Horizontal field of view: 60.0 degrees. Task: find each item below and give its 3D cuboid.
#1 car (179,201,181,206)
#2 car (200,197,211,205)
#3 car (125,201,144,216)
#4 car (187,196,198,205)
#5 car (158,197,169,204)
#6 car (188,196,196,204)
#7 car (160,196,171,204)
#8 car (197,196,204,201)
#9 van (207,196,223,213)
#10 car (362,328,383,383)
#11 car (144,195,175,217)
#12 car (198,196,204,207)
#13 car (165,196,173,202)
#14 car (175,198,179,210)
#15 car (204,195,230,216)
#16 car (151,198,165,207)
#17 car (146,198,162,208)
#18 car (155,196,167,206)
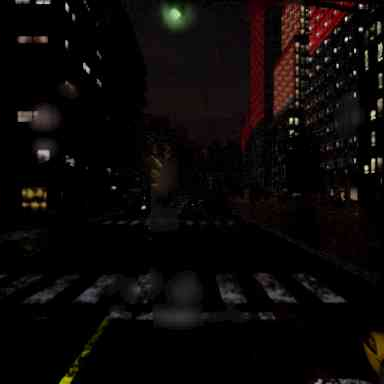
[{"bbox_3d":[-3.062,1.699,57.864,1.812,1.442,4.674,0,0,1],"label":"car"},{"bbox_3d":[2.662,1.754,67.082,1.887,1.381,4.507,0,0,0],"label":"car"},{"bbox_3d":[-5.706,1.640,33.920,2.008,1.369,4.403,0,0,0],"label":"car"},{"bbox_3d":[0.062,1.722,63.530,1.812,1.442,4.674,0,0,0],"label":"car"},{"bbox_3d":[-5.718,1.792,67.080,1.802,1.307,4.206,0,0,0],"label":"car"},{"bbox_3d":[-0.026,1.735,73.496,1.837,1.490,4.892,0,0,0],"label":"car"},{"bbox_3d":[-5.721,1.672,72.606,1.967,1.590,4.097,0,0,0],"label":"car"},{"bbox_3d":[2.323,1.820,92.185,1.837,1.490,4.892,0,0,0],"label":"car"},{"bbox_3d":[2.671,1.448,39.449,1.690,1.788,3.998,0,0,0],"label":"van"},{"bbox_3d":[2.685,1.530,1.680,1.752,1.417,4.829,0,0,0],"label":"car"},{"bbox_3d":[-3.135,1.309,33.207,2.150,2.045,5.566,0,0,-1],"label":"car"},{"bbox_3d":[2.665,1.481,56.029,2.192,1.841,5.009,0,0,0],"label":"car"},{"bbox_3d":[-5.723,1.802,83.489,1.752,1.417,4.829,0,0,0],"label":"car"},{"bbox_3d":[-3.112,1.625,43.603,1.837,1.490,4.892,0,0,0],"label":"car"},{"bbox_3d":[2.673,1.404,33.923,2.192,1.841,5.009,0,0,0],"label":"car"},{"bbox_3d":[-5.714,1.711,56.025,1.887,1.381,4.507,0,0,0],"label":"car"},{"bbox_3d":[-5.712,1.696,50.499,2.008,1.369,4.403,0,0,0],"label":"car"},{"bbox_3d":[-5.717,1.628,61.553,1.967,1.590,4.097,0,0,0],"label":"car"}]
